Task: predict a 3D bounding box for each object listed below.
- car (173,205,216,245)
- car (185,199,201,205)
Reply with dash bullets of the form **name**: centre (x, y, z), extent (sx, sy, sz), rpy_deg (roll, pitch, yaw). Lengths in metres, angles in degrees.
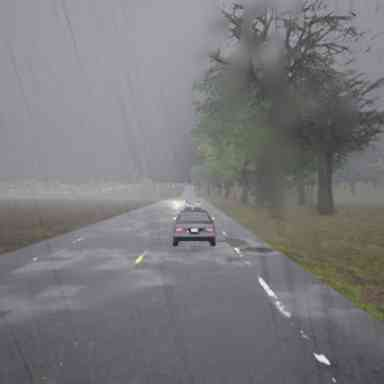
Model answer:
- **car**: centre (0.094, 1.533, 15.466), extent (2.033, 1.411, 5.357), rpy_deg (0, 0, 0)
- **car**: centre (0.089, 1.512, 38.979), extent (1.895, 1.301, 4.718), rpy_deg (0, 0, 0)
